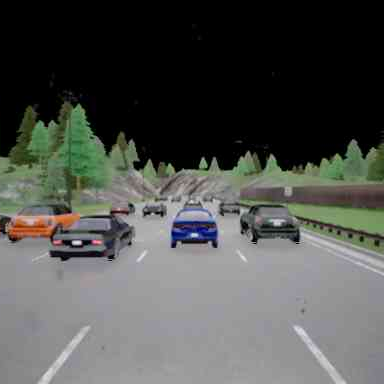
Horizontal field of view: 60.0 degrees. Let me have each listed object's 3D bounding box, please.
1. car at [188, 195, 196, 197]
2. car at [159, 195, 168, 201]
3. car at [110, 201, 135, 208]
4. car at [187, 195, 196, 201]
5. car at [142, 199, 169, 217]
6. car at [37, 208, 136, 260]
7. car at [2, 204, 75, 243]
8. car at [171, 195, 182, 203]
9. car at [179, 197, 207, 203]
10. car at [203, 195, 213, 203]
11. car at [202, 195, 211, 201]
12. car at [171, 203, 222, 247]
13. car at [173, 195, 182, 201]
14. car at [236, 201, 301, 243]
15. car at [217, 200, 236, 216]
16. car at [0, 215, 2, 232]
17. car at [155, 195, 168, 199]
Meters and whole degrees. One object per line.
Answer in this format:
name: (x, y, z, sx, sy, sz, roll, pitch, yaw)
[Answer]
car: (-0.011, 1.551, 71.304, 2.033, 1.411, 5.357, 0, 0, 0)
car: (-7.013, 1.464, 82.561, 1.812, 1.442, 4.674, 0, 0, 0)
car: (-6.907, 1.575, 33.465, 1.994, 1.385, 4.181, 0, 0, 0)
car: (-0.013, 1.440, 81.729, 2.128, 1.511, 4.902, 0, 0, 0)
car: (-3.406, 1.611, 31.293, 1.895, 1.301, 4.718, 0, 0, 0)
car: (-3.401, 1.551, 12.339, 2.033, 1.411, 5.357, 0, 0, 0)
car: (-6.903, 1.357, 16.354, 2.097, 1.767, 4.553, 0, 0, 0)
car: (-3.511, 1.551, 71.304, 2.033, 1.411, 5.357, 0, 0, 0)
car: (0.094, 1.502, 32.847, 2.128, 1.511, 4.902, 0, 0, 0)
car: (3.489, 1.536, 71.305, 2.128, 1.511, 4.902, 0, 0, 0)
car: (3.487, 1.455, 81.730, 2.033, 1.411, 5.357, 0, 0, 0)
car: (0.097, 1.482, 15.001, 1.882, 1.535, 5.008, 0, 0, 0)
car: (-3.513, 1.440, 81.729, 2.128, 1.511, 4.902, 0, 0, 0)
car: (3.597, 1.357, 16.126, 2.097, 1.767, 4.553, 0, 0, 0)
car: (3.593, 1.502, 32.868, 2.128, 1.511, 4.902, 0, 0, 0)
car: (-10.531, 1.510, 16.103, 1.837, 1.490, 4.892, 0, 0, -2)
car: (-7.012, 1.358, 73.357, 2.097, 1.767, 4.553, 0, 0, 0)
